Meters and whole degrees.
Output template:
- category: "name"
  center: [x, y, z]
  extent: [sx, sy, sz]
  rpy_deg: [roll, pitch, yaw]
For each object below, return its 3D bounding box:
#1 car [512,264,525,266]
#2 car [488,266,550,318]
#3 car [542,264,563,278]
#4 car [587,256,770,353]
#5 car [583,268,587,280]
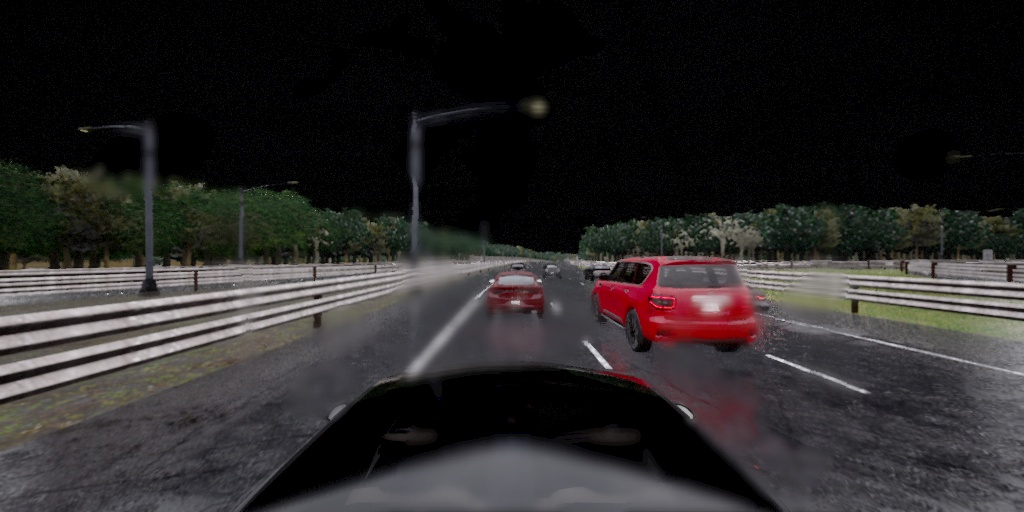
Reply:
- category: "car"
  center: [0.656, 1.536, 37.761]
  extent: [1.837, 1.490, 4.892]
  rpy_deg: [0, 0, 2]
- category: "car"
  center: [0.159, 1.317, 13.550]
  extent: [1.882, 1.535, 5.008]
  rpy_deg: [0, 0, 0]
- category: "car"
  center: [4.155, 1.555, 37.619]
  extent: [1.812, 1.442, 4.674]
  rpy_deg: [0, 0, 2]
- category: "car"
  center: [3.627, 1.031, 9.146]
  extent: [2.150, 2.045, 5.566]
  rpy_deg: [0, 0, 0]
- category: "car"
  center: [7.475, 1.471, 31.286]
  extent: [2.128, 1.511, 4.902]
  rpy_deg: [0, 0, 1]
